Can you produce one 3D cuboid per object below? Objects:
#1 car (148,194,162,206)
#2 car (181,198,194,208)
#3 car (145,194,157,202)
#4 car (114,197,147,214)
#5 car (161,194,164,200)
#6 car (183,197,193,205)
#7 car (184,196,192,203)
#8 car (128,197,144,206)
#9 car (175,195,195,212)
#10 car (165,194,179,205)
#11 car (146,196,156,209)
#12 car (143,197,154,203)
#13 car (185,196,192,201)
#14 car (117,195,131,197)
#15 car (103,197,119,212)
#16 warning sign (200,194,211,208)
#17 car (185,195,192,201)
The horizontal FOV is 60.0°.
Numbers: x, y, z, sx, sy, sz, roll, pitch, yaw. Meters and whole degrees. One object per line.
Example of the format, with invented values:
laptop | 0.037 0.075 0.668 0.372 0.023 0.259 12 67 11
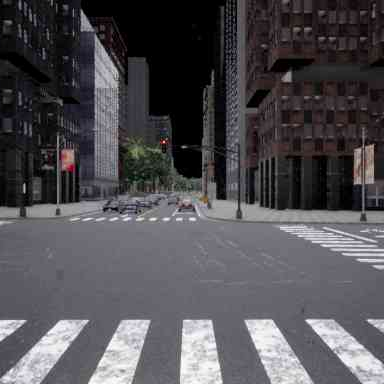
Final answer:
car | -6.549 1.551 55.571 1.837 1.490 4.892 0 0 0
car | -0.667 1.614 49.844 1.802 1.307 4.206 0 0 0
car | -9.363 1.417 76.926 2.192 1.841 5.009 0 0 0
car | -6.446 1.548 35.423 2.033 1.411 5.357 0 0 -1
car | -9.431 1.449 87.777 2.192 1.841 5.009 0 0 0
car | -0.735 1.603 60.694 1.887 1.381 4.507 0 0 0
car | -0.804 1.612 71.714 1.752 1.417 4.829 0 0 0
car | -9.225 1.570 55.051 1.752 1.417 4.829 0 0 0
car | -0.599 1.448 38.995 1.967 1.590 4.097 0 0 0
car | -3.379 1.603 59.691 2.033 1.411 5.357 0 0 -2
car | -6.506 1.586 45.378 1.994 1.385 4.181 0 0 -1
car | -9.328 1.668 71.499 1.802 1.307 4.206 0 0 0
car | -0.940 1.695 93.243 1.887 1.381 4.507 0 0 0
car | -9.159 1.335 44.370 2.192 1.841 5.009 0 0 0
car | -9.124 1.574 38.944 1.947 1.339 4.313 0 0 0
warning sign | 1.689 1.132 42.679 1.300 1.860 1.060 0 0 0
car | -0.905 1.574 87.819 1.967 1.590 4.097 0 0 0
